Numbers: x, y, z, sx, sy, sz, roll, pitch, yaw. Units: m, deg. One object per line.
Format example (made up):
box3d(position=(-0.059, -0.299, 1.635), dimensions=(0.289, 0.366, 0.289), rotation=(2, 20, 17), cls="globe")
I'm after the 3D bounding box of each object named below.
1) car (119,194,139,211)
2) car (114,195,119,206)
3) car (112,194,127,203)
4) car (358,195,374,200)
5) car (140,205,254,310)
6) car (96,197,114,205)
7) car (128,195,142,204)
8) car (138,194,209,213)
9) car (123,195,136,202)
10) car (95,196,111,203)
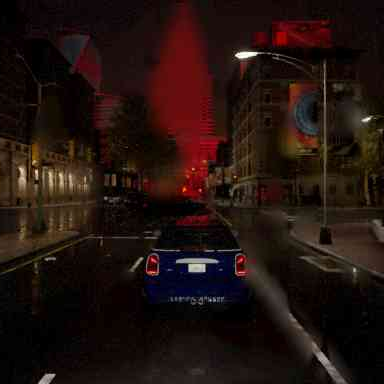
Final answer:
box3d(position=(-5.572, 1.221, 39.916), dimensions=(2.150, 2.045, 5.566), rotation=(1, 1, 35), cls="car")
box3d(position=(-11.386, 1.526, 56.795), dimensions=(1.812, 1.442, 4.674), rotation=(0, 0, 0), cls="car")
box3d(position=(-14.764, 1.352, 68.079), dimensions=(2.097, 1.767, 4.553), rotation=(0, 0, 0), cls="car")
box3d(position=(34.684, 1.481, 68.681), dimensions=(2.231, 1.521, 4.892), rotation=(0, 0, 0), cls="car")
box3d(position=(0.101, 1.352, 7.960), dimensions=(2.097, 1.767, 4.553), rotation=(0, 0, 0), cls="car")
box3d(position=(-14.876, 1.547, 57.969), dimensions=(2.033, 1.411, 5.357), rotation=(0, 0, 0), cls="car")
box3d(position=(-11.300, 1.478, 65.943), dimensions=(1.882, 1.535, 5.008), rotation=(0, 0, 1), cls="car")
box3d(position=(-1.225, 1.221, 26.971), dimensions=(5.566, 2.045, 2.150), rotation=(0, 0, 0), cls="car")
box3d(position=(-14.727, 1.525, 78.480), dimensions=(2.128, 1.511, 4.902), rotation=(0, 0, 0), cls="car")
box3d(position=(-18.015, 1.595, 67.472), dimensions=(1.895, 1.301, 4.718), rotation=(0, 0, 0), cls="car")
